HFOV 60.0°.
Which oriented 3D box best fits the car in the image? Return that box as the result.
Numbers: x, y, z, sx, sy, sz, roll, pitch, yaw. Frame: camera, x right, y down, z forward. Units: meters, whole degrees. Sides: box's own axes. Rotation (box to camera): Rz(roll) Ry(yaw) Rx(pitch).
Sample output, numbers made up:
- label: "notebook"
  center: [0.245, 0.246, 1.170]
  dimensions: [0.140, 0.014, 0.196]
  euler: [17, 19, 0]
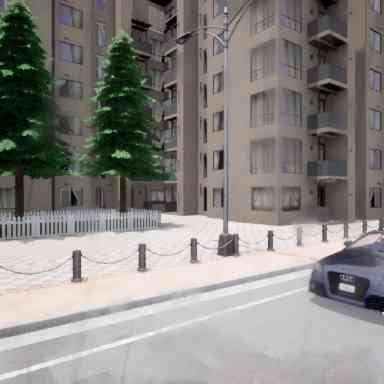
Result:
- label: "car"
  center: [4.431, 1.564, 7.232]
  dimensions: [4.181, 1.385, 1.994]
  euler: [0, 0, -36]
